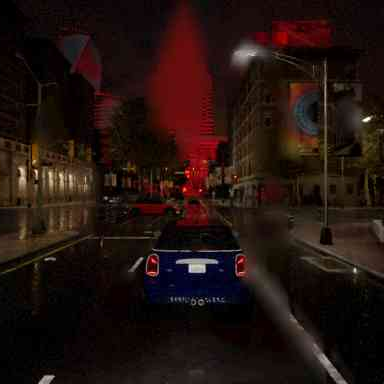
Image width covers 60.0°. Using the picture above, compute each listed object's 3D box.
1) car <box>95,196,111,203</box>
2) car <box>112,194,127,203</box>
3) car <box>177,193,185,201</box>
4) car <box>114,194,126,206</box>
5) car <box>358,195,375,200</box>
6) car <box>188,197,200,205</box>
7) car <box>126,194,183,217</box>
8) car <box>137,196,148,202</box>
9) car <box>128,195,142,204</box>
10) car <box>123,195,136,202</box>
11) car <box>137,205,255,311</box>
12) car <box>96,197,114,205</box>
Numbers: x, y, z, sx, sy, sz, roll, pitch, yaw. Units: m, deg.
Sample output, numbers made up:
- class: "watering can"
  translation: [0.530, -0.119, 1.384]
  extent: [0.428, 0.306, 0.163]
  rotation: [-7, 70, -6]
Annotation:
- class: "car"
  translation: [-17.980, 1.595, 67.444]
  extent: [1.895, 1.301, 4.718]
  rotation: [0, 0, 0]
- class: "car"
  translation: [-14.729, 1.352, 68.050]
  extent: [2.097, 1.767, 4.553]
  rotation: [0, 0, 0]
- class: "car"
  translation: [-3.146, 1.225, 88.422]
  extent: [2.150, 2.045, 5.566]
  rotation: [0, 0, 0]
- class: "car"
  translation: [-11.356, 1.526, 56.764]
  extent: [1.812, 1.442, 4.674]
  rotation: [0, 0, 0]
- class: "car"
  translation: [34.720, 1.481, 68.626]
  extent: [2.231, 1.521, 4.892]
  rotation: [0, 0, 0]
- class: "car"
  translation: [0.350, 1.547, 58.224]
  extent: [2.033, 1.411, 5.357]
  rotation: [0, 0, 0]
- class: "car"
  translation: [-3.345, 1.352, 30.432]
  extent: [4.553, 1.767, 2.097]
  rotation: [0, 0, 0]
- class: "car"
  translation: [-11.197, 1.553, 75.785]
  extent: [1.994, 1.385, 4.181]
  rotation: [0, 0, 0]
- class: "car"
  translation: [-11.266, 1.478, 65.912]
  extent: [1.882, 1.535, 5.008]
  rotation: [0, 0, 1]
- class: "car"
  translation: [-14.686, 1.525, 78.451]
  extent: [2.128, 1.511, 4.902]
  rotation: [0, 0, 0]
- class: "car"
  translation: [0.105, 1.352, 7.923]
  extent: [2.097, 1.767, 4.553]
  rotation: [0, 0, 0]
- class: "car"
  translation: [-14.846, 1.547, 57.940]
  extent: [2.033, 1.411, 5.357]
  rotation: [0, 0, 1]
